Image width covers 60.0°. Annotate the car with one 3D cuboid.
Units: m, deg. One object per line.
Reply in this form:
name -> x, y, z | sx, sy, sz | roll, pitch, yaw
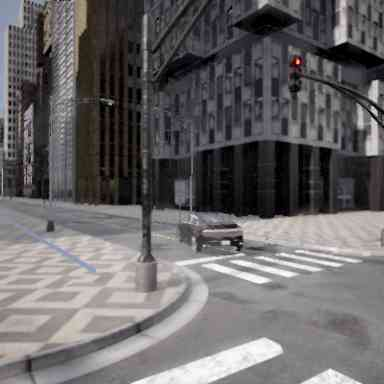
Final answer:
car -> 0.621, 1.609, 14.116 | 2.128, 1.511, 4.902 | -1, 0, -14
